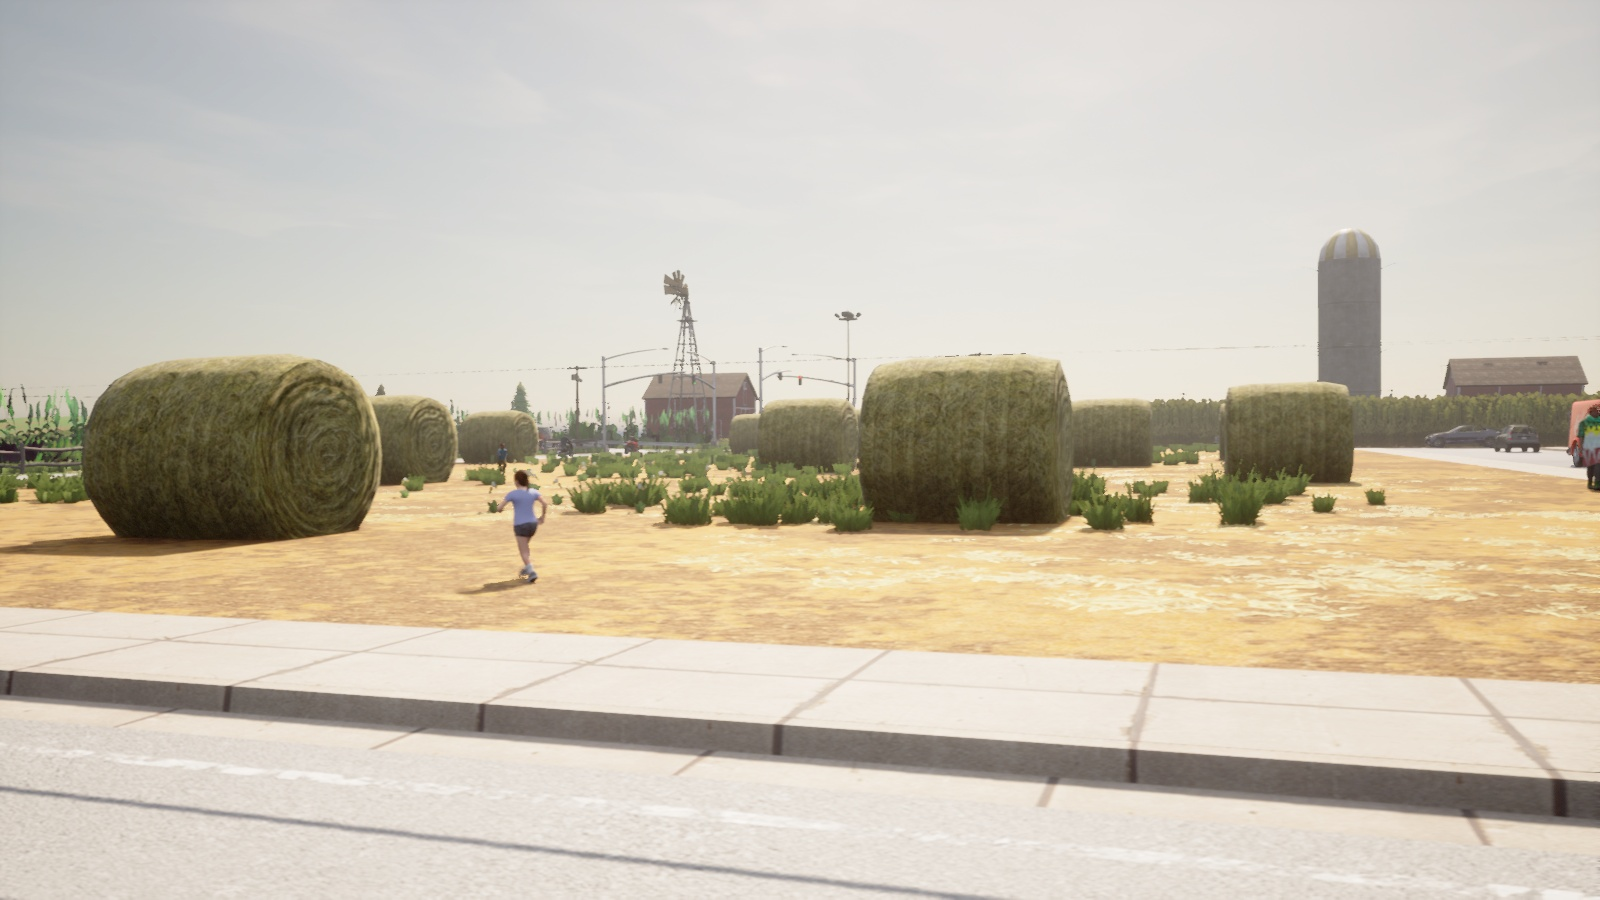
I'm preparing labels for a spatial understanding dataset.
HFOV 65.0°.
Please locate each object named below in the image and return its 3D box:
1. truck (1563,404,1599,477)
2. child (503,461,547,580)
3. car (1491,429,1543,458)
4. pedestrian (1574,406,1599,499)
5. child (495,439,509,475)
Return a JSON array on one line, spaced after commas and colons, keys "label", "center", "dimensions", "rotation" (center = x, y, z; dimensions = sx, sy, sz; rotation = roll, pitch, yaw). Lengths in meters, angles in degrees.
[{"label": "truck", "center": [29.040, -0.352, 44.148], "dimensions": [2.627, 2.467, 5.204], "rotation": [0, 1, 18]}, {"label": "child", "center": [-2.646, 0.669, 12.076], "dimensions": [0.255, 1.110, 0.394], "rotation": [-1, 1, -42]}, {"label": "car", "center": [42.121, -0.409, 73.891], "dimensions": [1.851, 1.617, 3.988], "rotation": [0, 1, 18]}, {"label": "pedestrian", "center": [17.080, 0.048, 26.994], "dimensions": [0.659, 1.952, 0.873], "rotation": [0, 1, 26]}, {"label": "child", "center": [-9.945, 0.237, 41.914], "dimensions": [0.343, 1.192, 0.448], "rotation": [-1, 1, -28]}]
